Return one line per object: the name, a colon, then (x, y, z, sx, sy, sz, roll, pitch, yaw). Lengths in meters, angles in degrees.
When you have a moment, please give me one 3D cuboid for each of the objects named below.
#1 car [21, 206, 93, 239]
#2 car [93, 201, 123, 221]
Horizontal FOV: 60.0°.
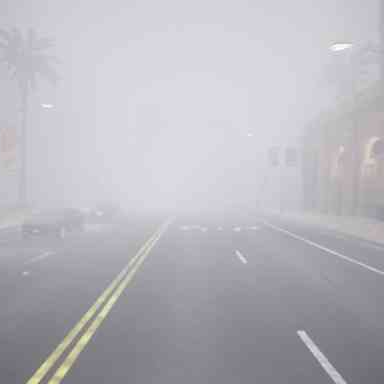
car: (-7.150, 1.514, 17.723, 1.882, 1.535, 5.008, 0, 0, 0)
car: (-7.096, 1.524, 27.909, 2.128, 1.511, 4.902, 0, 0, 0)
